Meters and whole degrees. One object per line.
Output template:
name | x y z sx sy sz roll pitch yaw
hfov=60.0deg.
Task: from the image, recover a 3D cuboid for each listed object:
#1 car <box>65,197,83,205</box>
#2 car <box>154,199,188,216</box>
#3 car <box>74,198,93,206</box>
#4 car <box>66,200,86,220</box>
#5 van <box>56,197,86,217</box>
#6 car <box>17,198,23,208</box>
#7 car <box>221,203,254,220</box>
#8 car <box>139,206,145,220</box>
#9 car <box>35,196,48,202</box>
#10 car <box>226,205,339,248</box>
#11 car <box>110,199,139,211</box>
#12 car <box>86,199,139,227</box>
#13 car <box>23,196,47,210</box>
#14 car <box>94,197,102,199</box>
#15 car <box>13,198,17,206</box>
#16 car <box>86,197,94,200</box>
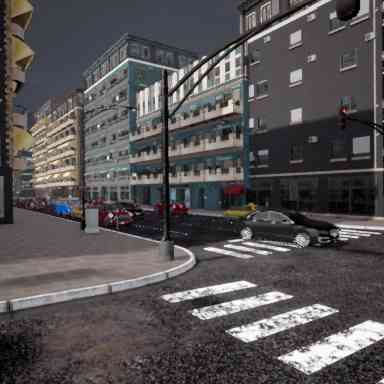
car | -21.474 1.645 60.357 2.008 1.369 4.403 -1 1 -35
car | -2.198 1.441 33.319 1.967 1.590 4.097 -1 1 -35
car | -18.261 1.643 55.850 1.947 1.339 4.313 -1 1 -35
car | -8.921 1.652 28.317 1.752 1.417 4.829 -1 1 -35
van | -12.236 1.483 32.960 1.690 1.788 3.998 -1 1 -35
car | -25.084 1.769 50.986 1.947 1.339 4.313 -1 1 -35
car | 4.130 1.498 24.446 1.752 1.417 4.829 -1 1 -35
car | -5.726 1.589 28.298 1.837 1.490 4.892 -1 0 -36
car | -37.539 1.727 82.888 1.887 1.381 4.507 -1 1 -35
car | 4.160 1.541 15.253 1.837 1.490 4.892 -2 0 -42
car | -8.623 1.581 42.332 2.008 1.369 4.403 -1 1 -35
car | -5.809 1.552 23.949 1.967 1.590 4.097 -1 1 -35
car | -21.873 1.627 46.479 1.967 1.590 4.097 -1 1 -35
car | -15.050 1.501 51.343 1.967 1.590 4.097 -1 1 -35
car | -31.510 1.782 59.999 1.887 1.381 4.507 -1 1 -35
car | -13.798 1.610 39.654 2.128 1.511 4.902 -1 1 -35
